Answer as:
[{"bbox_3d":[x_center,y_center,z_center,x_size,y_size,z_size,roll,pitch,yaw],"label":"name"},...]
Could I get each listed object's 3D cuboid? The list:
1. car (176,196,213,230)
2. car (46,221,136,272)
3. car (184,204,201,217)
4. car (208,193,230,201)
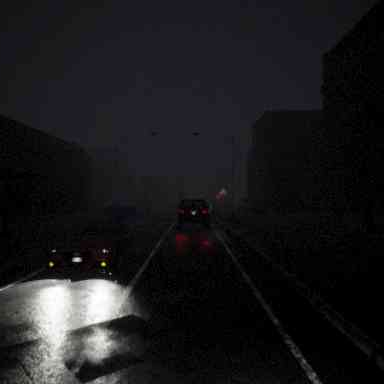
[{"bbox_3d":[0.083,1.521,23.611,2.150,2.045,5.566,0,-2,-1],"label":"car"},{"bbox_3d":[-3.113,1.668,11.007,1.994,1.385,4.181,0,-1,0],"label":"car"},{"bbox_3d":[0.063,2.214,40.698,1.895,1.301,4.718,0,1,0],"label":"car"},{"bbox_3d":[7.914,1.726,93.951,5.366,1.575,1.946,0,2,-1],"label":"car"}]
